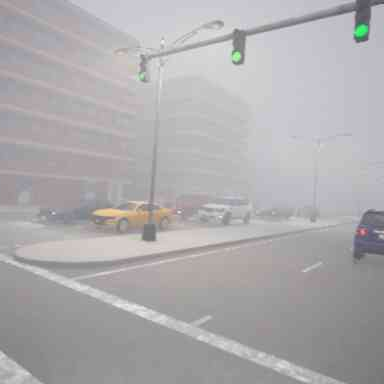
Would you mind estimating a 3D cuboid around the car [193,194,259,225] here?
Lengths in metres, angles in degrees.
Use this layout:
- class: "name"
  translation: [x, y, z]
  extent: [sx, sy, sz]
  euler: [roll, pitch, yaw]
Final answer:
- class: "car"
  translation: [2.780, 1.366, 25.975]
  extent: [2.150, 2.045, 5.566]
  euler: [4, 0, 36]

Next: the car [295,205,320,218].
- class: "car"
  translation: [14.997, 2.472, 42.696]
  extent: [2.128, 1.511, 4.902]
  euler: [4, 0, 37]

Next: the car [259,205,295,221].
- class: "car"
  translation: [8.465, 2.135, 33.814]
  extent: [1.895, 1.301, 4.718]
  euler: [4, 0, 36]

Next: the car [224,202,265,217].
- class: "car"
  translation: [5.820, 1.889, 36.106]
  extent: [2.033, 1.411, 5.357]
  euler: [4, 0, 36]

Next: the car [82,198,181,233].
- class: "car"
  translation: [-3.072, 1.222, 17.975]
  extent: [1.882, 1.535, 5.008]
  euler: [4, 0, 36]

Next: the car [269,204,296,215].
- class: "car"
  translation: [12.307, 2.386, 44.945]
  extent: [1.895, 1.301, 4.718]
  euler: [4, 0, 37]

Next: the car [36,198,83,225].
- class: "car"
  translation: [-6.212, 1.065, 19.603]
  extent: [2.033, 1.411, 5.357]
  euler: [4, 0, 36]

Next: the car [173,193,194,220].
- class: "car"
  translation: [-0.195, 1.150, 27.833]
  extent: [2.150, 2.045, 5.566]
  euler: [4, 0, 36]

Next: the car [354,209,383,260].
- class: "car"
  translation: [8.419, 1.805, 14.055]
  extent: [2.150, 2.045, 5.566]
  euler: [4, 0, 36]
